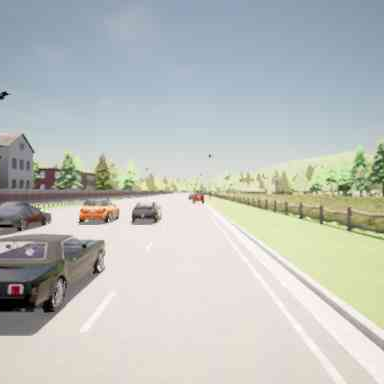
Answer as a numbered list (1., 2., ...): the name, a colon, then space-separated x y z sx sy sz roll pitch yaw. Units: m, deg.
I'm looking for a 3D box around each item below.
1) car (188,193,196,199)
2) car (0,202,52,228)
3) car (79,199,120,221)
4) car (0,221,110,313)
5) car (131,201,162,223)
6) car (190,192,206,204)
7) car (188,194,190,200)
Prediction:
1. car: 0.024 1.128 94.199 2.097 1.767 4.553 0 0 0
2. car: -10.395 1.515 20.102 2.033 1.411 5.357 0 0 0
3. car: -6.893 1.311 25.206 2.097 1.767 4.553 0 0 0
4. car: -3.398 1.588 7.572 1.895 1.301 4.718 0 0 0
5. car: -3.394 1.450 25.469 2.128 1.511 4.902 0 0 0
6. car: 1.240 1.121 62.678 2.150 2.045 5.566 0 0 0
7. car: 0.021 1.266 79.872 1.812 1.442 4.674 0 0 0
